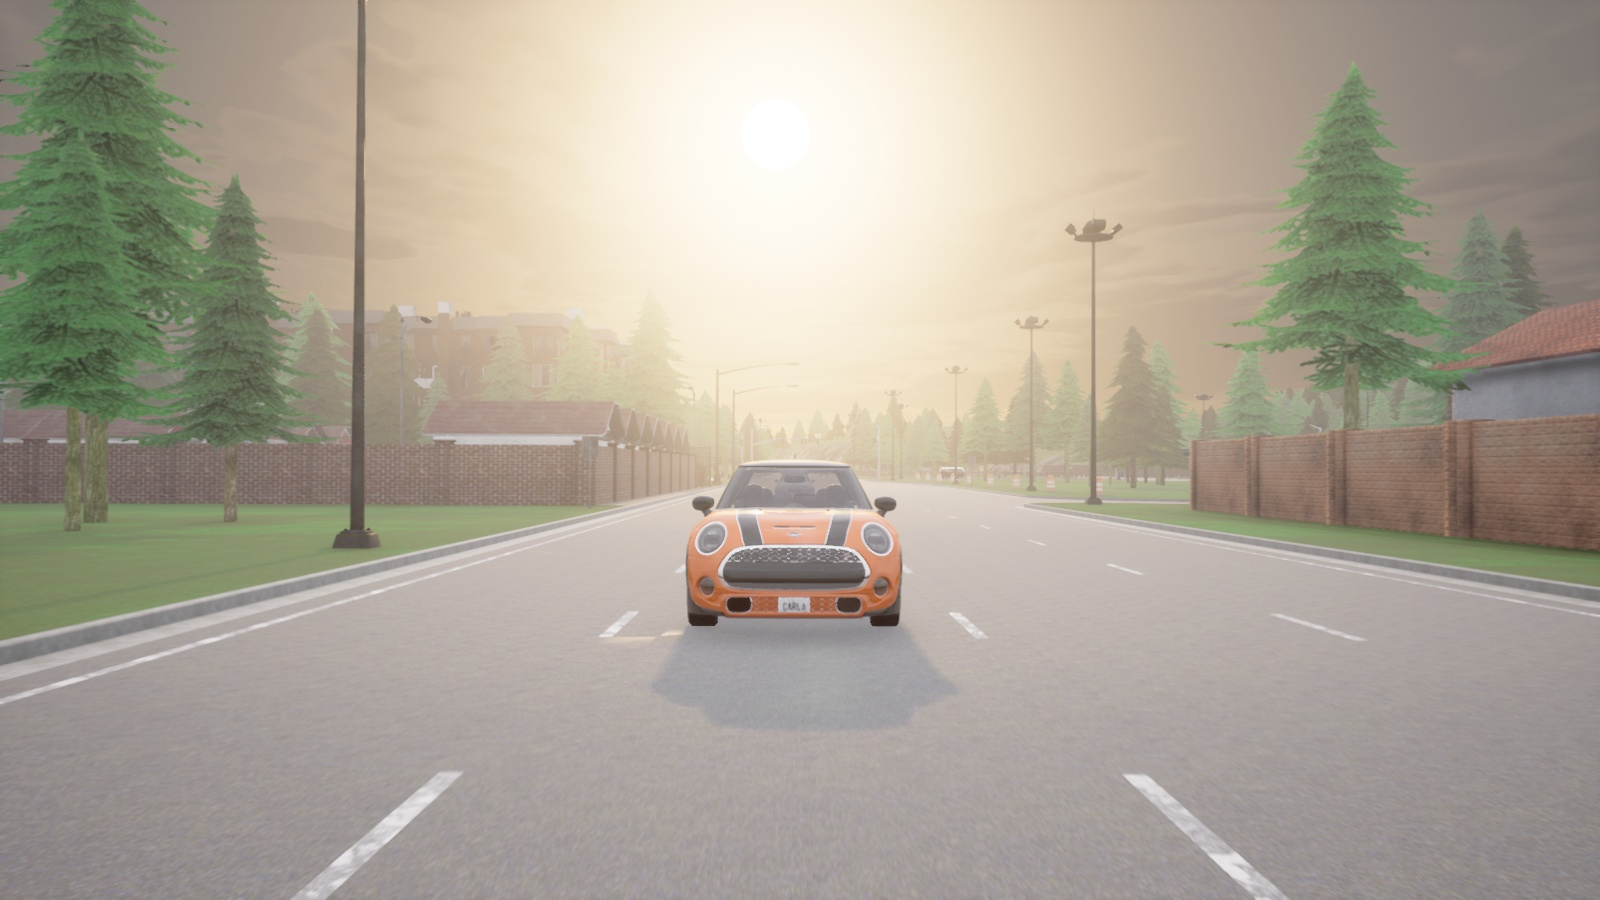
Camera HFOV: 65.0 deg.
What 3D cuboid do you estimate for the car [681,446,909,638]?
[{"bbox_3d":[-0.058,0.889,13.891,2.097,1.767,4.553,0,-1,0],"label":"car"}]
